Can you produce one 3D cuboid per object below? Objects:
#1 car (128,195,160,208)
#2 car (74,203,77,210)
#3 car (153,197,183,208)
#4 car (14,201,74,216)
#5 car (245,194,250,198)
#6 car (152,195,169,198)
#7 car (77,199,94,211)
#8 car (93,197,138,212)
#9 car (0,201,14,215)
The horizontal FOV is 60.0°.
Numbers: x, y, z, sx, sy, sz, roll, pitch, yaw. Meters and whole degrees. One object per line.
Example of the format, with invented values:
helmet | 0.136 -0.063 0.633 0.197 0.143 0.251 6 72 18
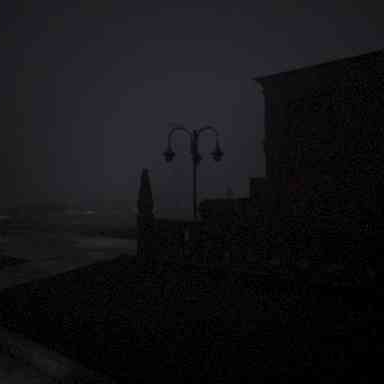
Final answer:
car | -8.195 1.521 57.343 2.150 2.045 5.566 -1 0 37
car | -15.173 1.796 47.810 2.128 1.511 4.902 -1 0 36
car | -3.522 1.850 51.883 1.895 1.301 4.718 -1 0 36
car | -15.641 1.744 35.302 2.128 1.511 4.902 -1 0 36
car | 9.932 1.381 50.577 2.150 2.045 5.566 -1 0 39
car | -5.911 1.495 54.542 2.150 2.045 5.566 -1 0 37
car | -12.620 1.755 45.372 1.882 1.535 5.008 -1 0 36
car | -9.832 1.729 43.257 1.882 1.535 5.008 -1 -1 36
car | -18.499 1.805 37.320 1.812 1.442 4.674 -1 0 36
